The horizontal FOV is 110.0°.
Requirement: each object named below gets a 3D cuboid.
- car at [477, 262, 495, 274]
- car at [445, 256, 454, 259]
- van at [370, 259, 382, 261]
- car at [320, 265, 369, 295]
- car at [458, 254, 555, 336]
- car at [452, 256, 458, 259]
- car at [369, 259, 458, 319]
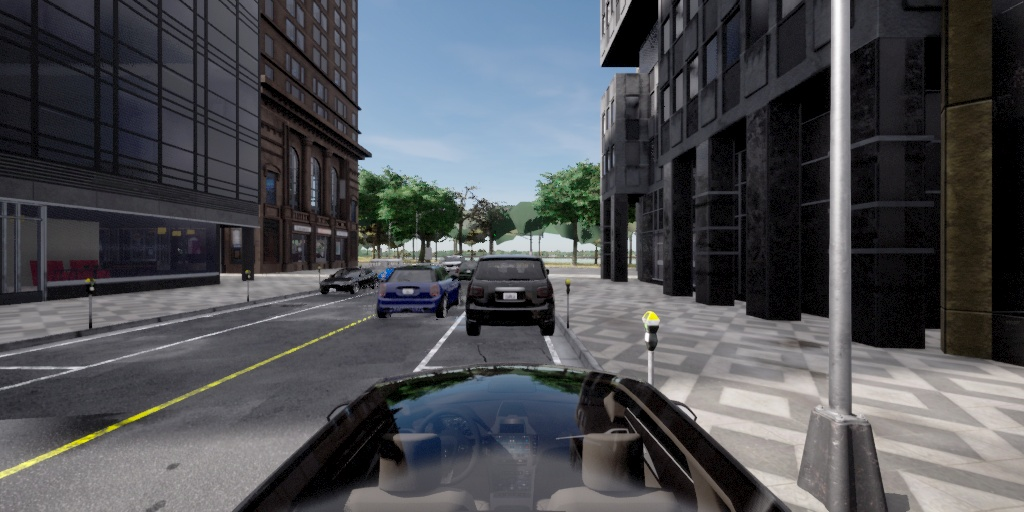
[{"bbox_3d":[-3.065,1.360,43.157,1.895,1.301,4.718,0,0,0],"label":"car"},{"bbox_3d":[-6.232,0.978,38.741,2.150,2.045,5.566,0,0,0],"label":"car"},{"bbox_3d":[-8.908,1.093,25.423,1.690,1.789,3.998,0,0,0],"label":"van"},{"bbox_3d":[-8.908,1.317,19.986,1.948,1.339,4.313,0,0,0],"label":"car"},{"bbox_3d":[-0.039,0.971,10.530,2.150,2.045,5.566,0,0,0],"label":"car"},{"bbox_3d":[-3.069,1.109,27.731,2.097,1.767,4.553,0,0,0],"label":"car"},{"bbox_3d":[-3.145,1.103,12.972,2.097,1.767,4.553,0,0,0],"label":"car"}]
